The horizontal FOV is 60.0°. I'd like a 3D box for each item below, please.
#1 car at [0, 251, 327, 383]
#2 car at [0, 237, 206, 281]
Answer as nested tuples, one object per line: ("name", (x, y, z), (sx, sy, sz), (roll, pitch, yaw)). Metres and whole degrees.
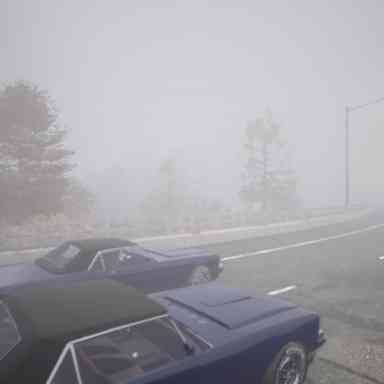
("car", (-0.717, 1.624, 3.352), (4.718, 1.301, 1.895), (0, 0, -36))
("car", (-1.569, 1.649, 7.114), (4.718, 1.301, 1.895), (0, 0, -37))
